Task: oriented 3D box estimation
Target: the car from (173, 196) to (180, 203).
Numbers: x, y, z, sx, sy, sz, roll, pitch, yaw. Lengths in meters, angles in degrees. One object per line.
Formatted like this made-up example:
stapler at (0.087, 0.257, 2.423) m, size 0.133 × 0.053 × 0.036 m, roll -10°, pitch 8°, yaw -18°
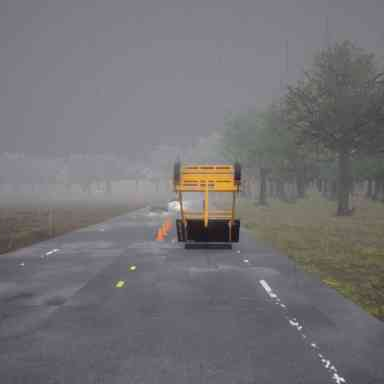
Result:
car at (-3.405, 1.503, 67.226) m, size 1.895 × 1.301 × 4.718 m, roll 0°, pitch 0°, yaw 0°

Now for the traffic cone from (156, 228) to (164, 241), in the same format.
traffic cone at (-1.466, 1.942, 15.335) m, size 0.340 × 0.580 × 0.340 m, roll 0°, pitch 0°, yaw 0°

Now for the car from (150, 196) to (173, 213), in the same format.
car at (-3.546, 1.465, 37.270) m, size 1.837 × 1.490 × 4.892 m, roll 0°, pitch 0°, yaw 0°

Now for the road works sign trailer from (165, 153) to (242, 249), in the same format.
road works sign trailer at (0.548, 0.920, 11.782) m, size 2.380 × 3.560 × 2.880 m, roll 0°, pitch 45°, yaw 4°
